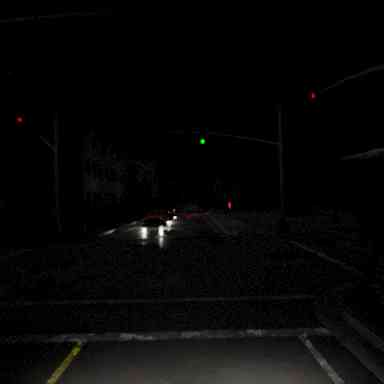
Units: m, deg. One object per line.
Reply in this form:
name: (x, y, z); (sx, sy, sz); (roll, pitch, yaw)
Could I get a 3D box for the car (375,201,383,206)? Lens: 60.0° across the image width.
car: (22.425, 1.802, 37.266); (1.932, 1.855, 4.605); (-1, -2, 0)

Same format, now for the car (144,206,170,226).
car: (-3.562, 2.485, 33.011); (1.882, 1.535, 5.008); (-1, -2, 0)

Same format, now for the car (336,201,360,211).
car: (25.549, 2.299, 54.645); (2.152, 1.636, 5.027); (-1, -2, 0)

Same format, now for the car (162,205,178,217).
car: (-3.486, 2.945, 52.828); (2.097, 1.767, 4.553); (-1, -2, 0)

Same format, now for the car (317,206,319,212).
car: (19.135, 2.521, 54.309); (1.970, 1.475, 3.806); (-1, -2, 0)

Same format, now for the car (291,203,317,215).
car: (15.481, 2.465, 47.255); (2.007, 1.523, 4.514); (-1, -2, 0)

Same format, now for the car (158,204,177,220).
car: (-3.544, 2.523, 42.946); (2.150, 2.045, 5.566); (-1, -2, 0)

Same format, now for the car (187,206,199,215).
car: (0.177, 3.112, 55.519); (1.812, 1.442, 4.674); (-1, -2, 0)
